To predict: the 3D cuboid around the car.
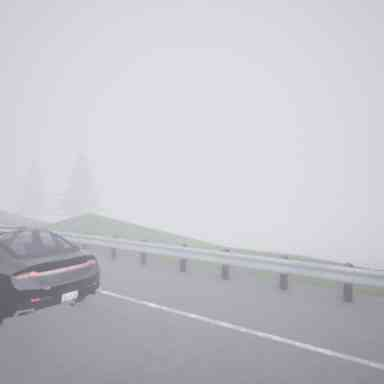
[{"bbox_3d":[-3.958,1.475,6.821,4.902,1.511,2.128,0,0,36],"label":"car"}]
